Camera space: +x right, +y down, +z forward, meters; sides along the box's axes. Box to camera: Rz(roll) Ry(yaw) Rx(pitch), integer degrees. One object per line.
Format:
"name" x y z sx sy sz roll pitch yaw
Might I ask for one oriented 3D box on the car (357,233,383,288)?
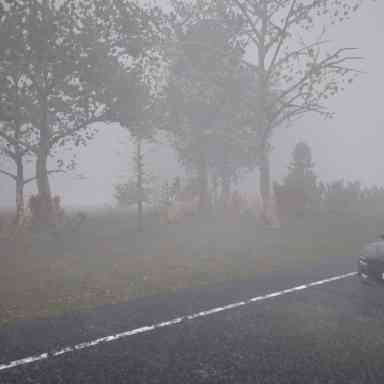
"car" 6.077 1.473 8.280 5.008 1.535 1.882 0 0 -36
